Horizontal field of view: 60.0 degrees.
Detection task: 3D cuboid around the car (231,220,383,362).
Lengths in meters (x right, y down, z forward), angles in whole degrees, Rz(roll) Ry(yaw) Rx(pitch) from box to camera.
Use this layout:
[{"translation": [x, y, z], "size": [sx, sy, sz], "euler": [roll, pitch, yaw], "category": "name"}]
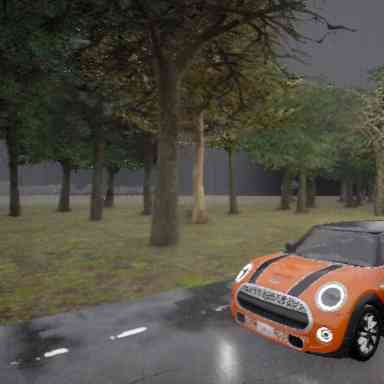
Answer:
[{"translation": [2.869, 1.356, 6.037], "size": [4.553, 1.767, 2.097], "euler": [0, 0, -35], "category": "car"}]
